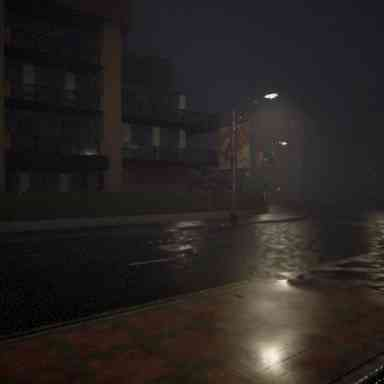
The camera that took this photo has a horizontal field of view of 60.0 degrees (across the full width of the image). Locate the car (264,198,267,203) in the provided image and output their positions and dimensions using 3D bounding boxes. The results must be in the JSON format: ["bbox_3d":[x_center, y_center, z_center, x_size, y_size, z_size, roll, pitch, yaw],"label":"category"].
[{"bbox_3d":[8.745,1.047,50.349,2.150,2.045,5.566,0,0,-35],"label":"car"}]
